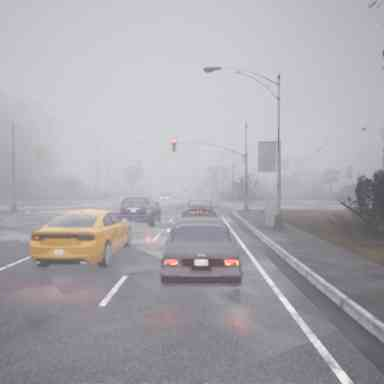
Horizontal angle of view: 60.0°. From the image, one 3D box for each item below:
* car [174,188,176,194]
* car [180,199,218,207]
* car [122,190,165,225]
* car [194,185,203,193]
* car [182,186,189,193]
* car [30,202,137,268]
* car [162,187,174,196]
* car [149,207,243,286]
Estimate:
[{"bbox_3d":[-5.234,-0.412,84.866,1.837,1.490,4.892,0,2,1],"label":"car"},{"bbox_3d":[0.415,1.148,18.759,1.837,1.490,4.892,0,1,1],"label":"car"},{"bbox_3d":[-3.064,0.975,19.767,2.097,1.767,4.553,0,1,1],"label":"car"},{"bbox_3d":[1.812,-0.770,87.181,2.150,2.045,5.566,0,2,1],"label":"car"},{"bbox_3d":[-1.690,-0.504,87.226,1.837,1.490,4.892,0,2,1],"label":"car"},{"bbox_3d":[-3.242,1.284,10.642,1.882,1.535,5.008,0,1,1],"label":"car"},{"bbox_3d":[-5.588,0.099,68.738,2.128,1.511,4.902,0,2,1],"label":"car"},{"bbox_3d":[0.220,1.385,9.025,2.033,1.411,5.357,0,1,1],"label":"car"}]
